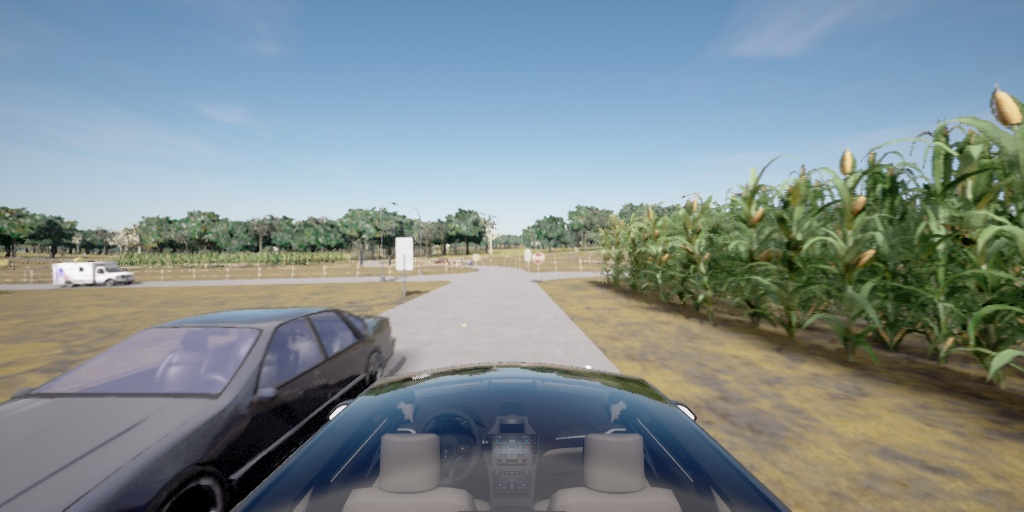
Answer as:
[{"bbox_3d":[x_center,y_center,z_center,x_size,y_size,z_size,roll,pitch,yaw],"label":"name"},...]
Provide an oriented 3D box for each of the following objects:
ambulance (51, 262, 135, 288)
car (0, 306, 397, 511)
[{"bbox_3d":[-42.160,1.859,36.305,6.366,2.431,2.351,-1,2,0],"label":"ambulance"},{"bbox_3d":[-2.852,1.301,3.810,2.033,1.411,5.357,0,0,0],"label":"car"}]
